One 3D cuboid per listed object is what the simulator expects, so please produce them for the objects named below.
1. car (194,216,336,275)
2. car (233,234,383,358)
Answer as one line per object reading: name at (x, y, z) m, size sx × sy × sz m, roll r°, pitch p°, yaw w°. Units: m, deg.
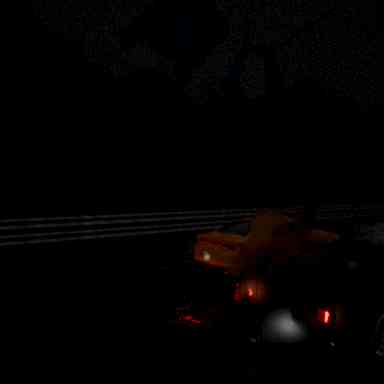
car at (2.387, 1.452, 9.740) m, size 5.008 × 1.535 × 1.882 m, roll 0°, pitch 1°, yaw -35°
car at (3.175, 1.598, 6.010) m, size 4.718 × 1.301 × 1.895 m, roll 0°, pitch 0°, yaw -35°
